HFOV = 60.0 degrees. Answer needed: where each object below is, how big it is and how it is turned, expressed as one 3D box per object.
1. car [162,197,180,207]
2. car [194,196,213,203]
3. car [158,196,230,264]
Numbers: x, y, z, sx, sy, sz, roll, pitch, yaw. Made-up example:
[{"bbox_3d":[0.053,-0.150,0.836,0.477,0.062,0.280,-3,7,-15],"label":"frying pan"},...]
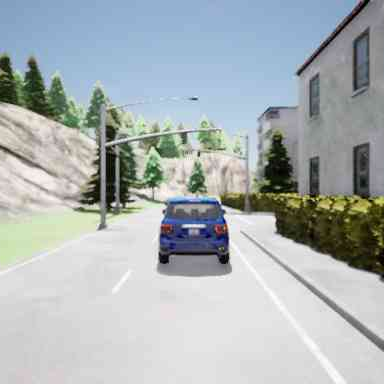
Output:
[{"bbox_3d":[-3.249,1.535,53.552,2.033,1.411,5.357,0,0,6],"label":"car"},{"bbox_3d":[2.509,1.537,69.027,1.994,1.385,4.181,0,0,35],"label":"car"},{"bbox_3d":[0.069,1.215,11.861,2.150,2.045,5.566,0,0,0],"label":"car"}]
